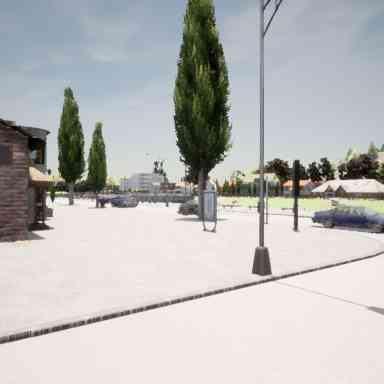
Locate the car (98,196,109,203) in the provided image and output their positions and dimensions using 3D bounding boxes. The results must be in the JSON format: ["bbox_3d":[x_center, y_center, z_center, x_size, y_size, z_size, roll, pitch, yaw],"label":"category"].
[{"bbox_3d":[-16.897,1.478,64.089,1.882,1.535,5.008,0,0,-36],"label":"car"}]

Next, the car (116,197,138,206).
[{"bbox_3d":[-10.938,1.526,55.800,1.812,1.442,4.674,0,0,-36],"label":"car"}]

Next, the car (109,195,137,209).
[{"bbox_3d":[-9.424,1.352,46.542,2.097,1.767,4.553,0,0,-35],"label":"car"}]

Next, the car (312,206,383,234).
[{"bbox_3d":[9.722,1.547,19.562,2.033,1.411,5.357,0,0,-31],"label":"car"}]

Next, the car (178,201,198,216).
[{"bbox_3d":[0.366,1.564,32.887,1.994,1.385,4.181,0,0,-36],"label":"car"}]
